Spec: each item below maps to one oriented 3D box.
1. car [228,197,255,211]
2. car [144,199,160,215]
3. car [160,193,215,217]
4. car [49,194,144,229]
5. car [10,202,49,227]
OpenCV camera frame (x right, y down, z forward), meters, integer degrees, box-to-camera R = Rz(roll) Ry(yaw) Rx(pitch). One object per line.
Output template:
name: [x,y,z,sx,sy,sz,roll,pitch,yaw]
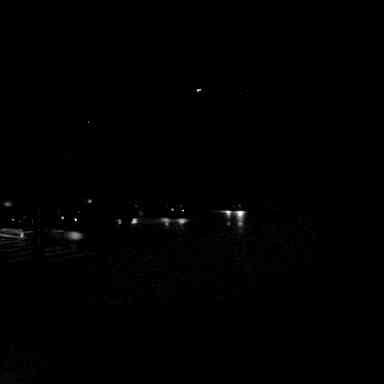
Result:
car: [6.012,1.355,38.875,1.837,1.490,4.892,0,0,36]
car: [-4.169,1.390,30.157,1.882,1.535,5.008,0,0,35]
car: [-0.047,1.117,30.347,2.150,2.045,5.566,0,0,35]
car: [-6.044,1.160,21.894,2.150,2.045,5.566,0,0,35]
car: [-9.630,1.457,22.460,1.837,1.490,4.892,0,0,35]
